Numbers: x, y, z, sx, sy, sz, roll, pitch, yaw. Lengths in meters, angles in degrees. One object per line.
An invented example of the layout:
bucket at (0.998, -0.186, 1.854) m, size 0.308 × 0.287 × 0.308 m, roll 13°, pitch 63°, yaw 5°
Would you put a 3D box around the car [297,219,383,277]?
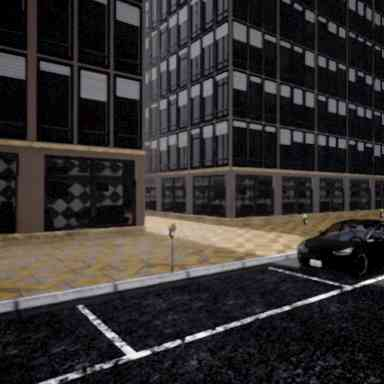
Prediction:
car at (5.100, 1.530, 10.190) m, size 4.313 × 1.339 × 1.947 m, roll 0°, pitch 0°, yaw -35°
